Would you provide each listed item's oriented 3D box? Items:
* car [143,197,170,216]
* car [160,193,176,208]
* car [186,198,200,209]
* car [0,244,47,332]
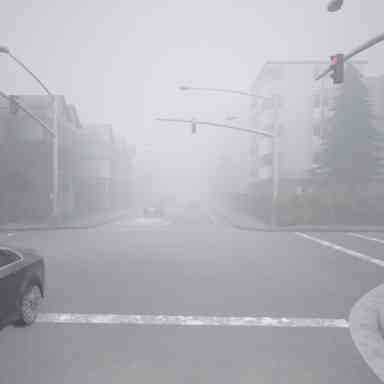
[{"bbox_3d":[-3.581,1.489,32.388,2.128,1.511,4.902,0,0,0],"label":"car"},{"bbox_3d":[-3.514,1.219,49.158,2.150,2.045,5.566,0,0,1],"label":"car"},{"bbox_3d":[0.119,1.523,45.537,1.812,1.442,4.674,0,0,0],"label":"car"},{"bbox_3d":[-3.592,1.484,4.192,2.128,1.511,4.902,0,0,0],"label":"car"}]
